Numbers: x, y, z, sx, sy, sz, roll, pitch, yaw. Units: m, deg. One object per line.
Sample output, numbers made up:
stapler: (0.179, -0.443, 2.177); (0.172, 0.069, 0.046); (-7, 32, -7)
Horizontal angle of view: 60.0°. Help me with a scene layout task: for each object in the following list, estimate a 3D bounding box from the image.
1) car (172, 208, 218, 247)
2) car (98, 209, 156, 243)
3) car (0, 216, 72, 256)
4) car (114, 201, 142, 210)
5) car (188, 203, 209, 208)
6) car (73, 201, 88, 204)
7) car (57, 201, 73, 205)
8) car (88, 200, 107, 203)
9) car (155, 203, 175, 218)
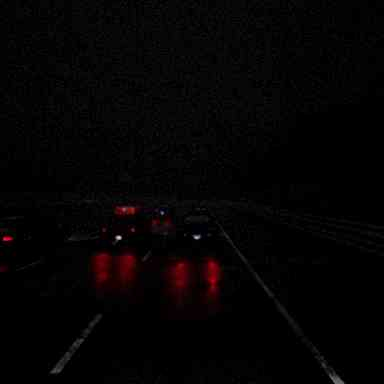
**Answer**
car: (0.235, 1.686, 15.889); (1.812, 1.442, 4.674); (0, -1, 1)
car: (-3.248, 1.773, 17.145); (1.895, 1.301, 4.718); (0, -1, 1)
car: (-6.798, 1.681, 13.773); (2.033, 1.411, 5.357); (0, -1, 1)
car: (-6.372, 1.733, 33.599); (2.097, 1.767, 4.553); (0, -1, 2)
car: (0.636, 1.882, 33.810); (2.128, 1.511, 4.902); (0, -1, 2)
car: (-19.406, 2.378, 60.667); (1.895, 1.301, 4.718); (0, -1, 3)
car: (-22.903, 2.320, 60.729); (2.033, 1.411, 5.357); (0, -1, 3)
car: (-16.021, 2.229, 58.754); (1.882, 1.535, 5.008); (0, -1, 3)
car: (-2.835, 1.928, 34.851); (1.812, 1.442, 4.674); (0, -1, 2)
